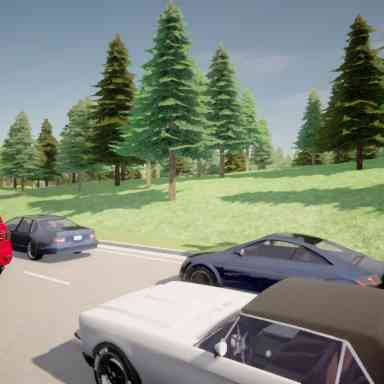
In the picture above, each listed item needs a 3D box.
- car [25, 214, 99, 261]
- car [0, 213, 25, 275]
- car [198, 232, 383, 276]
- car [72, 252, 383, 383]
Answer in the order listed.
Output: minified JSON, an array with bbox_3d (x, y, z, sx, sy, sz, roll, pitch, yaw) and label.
[{"bbox_3d":[-5.782,1.546,12.344,5.357,1.411,2.033,0,0,35],"label":"car"},{"bbox_3d":[-7.045,1.220,8.940,5.566,2.045,2.150,0,0,36],"label":"car"},{"bbox_3d":[1.775,1.564,7.024,4.181,1.385,1.994,0,0,35],"label":"car"},{"bbox_3d":[0.924,1.601,3.332,4.718,1.301,1.895,0,0,35],"label":"car"}]
